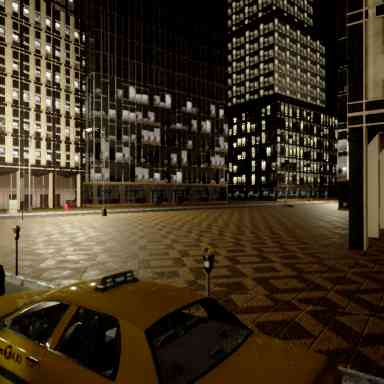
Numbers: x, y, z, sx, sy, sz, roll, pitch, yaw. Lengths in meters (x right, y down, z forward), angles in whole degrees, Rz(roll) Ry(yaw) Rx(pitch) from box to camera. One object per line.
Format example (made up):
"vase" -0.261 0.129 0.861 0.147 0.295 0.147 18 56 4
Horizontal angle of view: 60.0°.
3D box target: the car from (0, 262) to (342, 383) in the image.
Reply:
"car" -0.982 1.525 3.575 4.829 1.417 1.752 0 0 35
